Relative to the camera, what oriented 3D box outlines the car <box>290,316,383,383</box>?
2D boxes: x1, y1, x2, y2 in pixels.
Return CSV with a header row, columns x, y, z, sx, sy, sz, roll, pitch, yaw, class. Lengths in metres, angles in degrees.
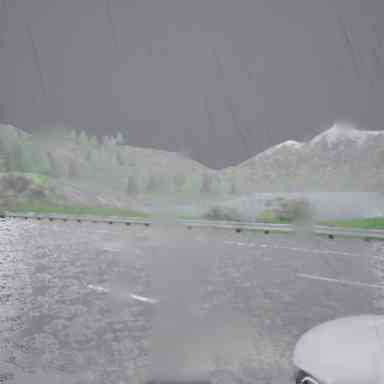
x,y,z,sx,sy,sz,roll,pitch,yaw,class
2.962,1.465,1.939,4.674,1.442,1.812,0,0,36,car
